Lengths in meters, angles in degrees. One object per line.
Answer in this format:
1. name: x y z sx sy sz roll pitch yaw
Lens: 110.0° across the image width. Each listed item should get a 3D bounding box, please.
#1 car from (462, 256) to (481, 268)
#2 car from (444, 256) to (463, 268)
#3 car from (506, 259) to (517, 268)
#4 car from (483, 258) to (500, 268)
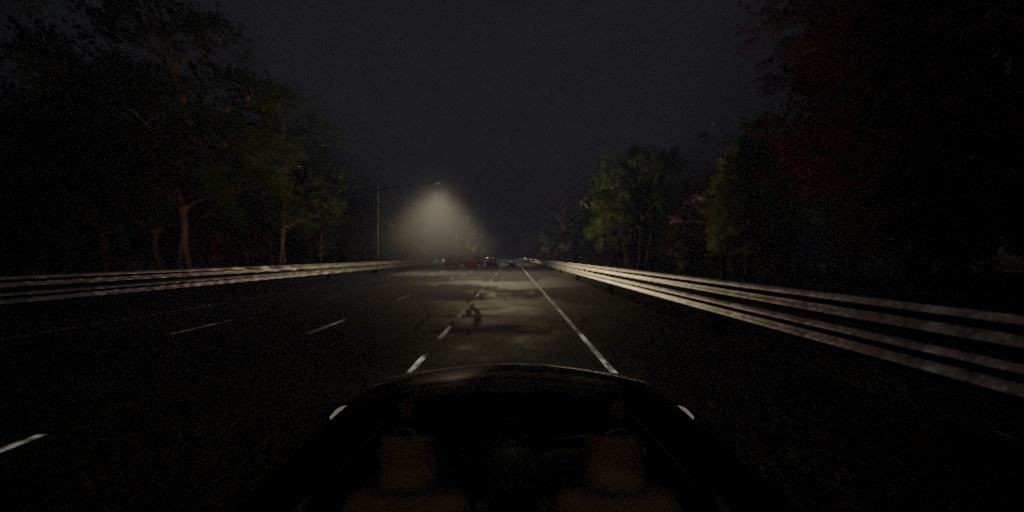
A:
1. car: -7.048 1.280 63.066 1.882 1.535 5.008 0 0 0
2. car: -10.548 1.037 63.094 2.150 2.045 5.566 0 0 0
3. car: -0.049 1.418 63.517 1.895 1.301 4.718 0 0 0
4. car: -3.548 1.280 63.067 1.882 1.535 5.008 0 0 0
